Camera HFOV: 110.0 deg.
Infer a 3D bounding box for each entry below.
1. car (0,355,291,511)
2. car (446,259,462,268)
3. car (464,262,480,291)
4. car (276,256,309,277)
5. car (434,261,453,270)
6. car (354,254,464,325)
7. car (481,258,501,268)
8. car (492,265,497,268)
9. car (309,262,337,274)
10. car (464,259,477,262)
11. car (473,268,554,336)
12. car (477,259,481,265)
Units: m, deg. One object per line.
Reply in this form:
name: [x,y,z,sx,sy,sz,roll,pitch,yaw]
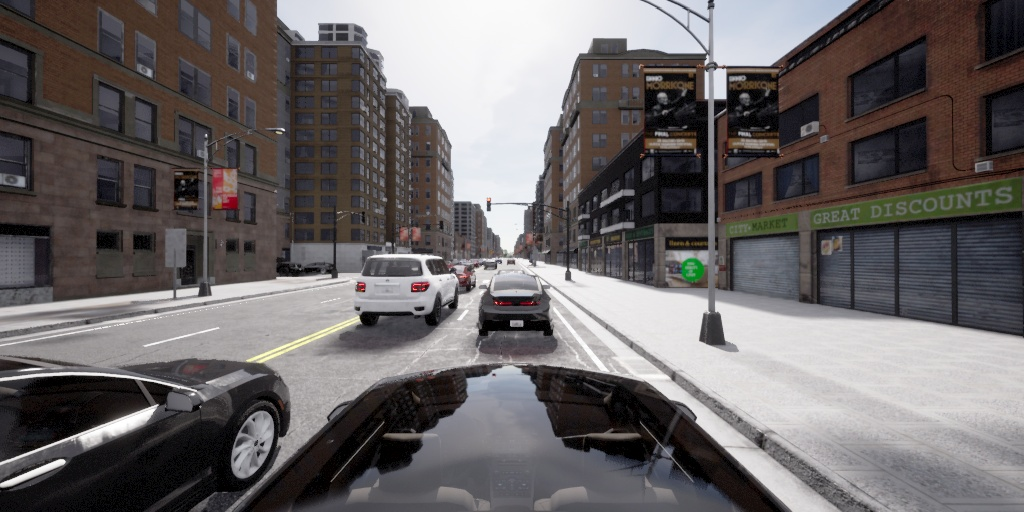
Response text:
car: [-3.152,1.255,1.666,1.837,1.490,4.892,0,0,0]
car: [-9.952,1.254,61.835,1.882,1.535,5.008,0,0,0]
car: [-3.253,1.279,21.593,1.812,1.442,4.674,0,0,0]
car: [-23.563,0.974,35.243,5.566,2.045,2.150,0,0,0]
car: [-9.957,1.370,52.587,1.895,1.301,4.718,0,0,0]
car: [-3.175,0.972,11.892,2.150,2.045,5.566,0,0,1]
car: [-3.258,1.263,56.231,2.128,1.511,4.902,0,0,0]
car: [-0.040,1.353,19.699,1.895,1.301,4.718,0,0,0]
car: [-22.237,1.347,40.721,4.313,1.339,1.948,0,0,0]
car: [-6.710,1.334,52.969,1.994,1.385,4.181,0,0,-1]
car: [0.083,1.256,10.385,1.837,1.490,4.892,0,0,0]
car: [-6.709,1.254,61.671,1.882,1.535,5.008,0,0,0]
